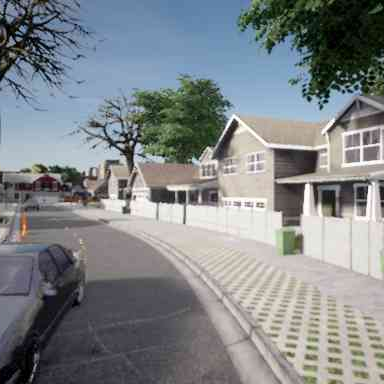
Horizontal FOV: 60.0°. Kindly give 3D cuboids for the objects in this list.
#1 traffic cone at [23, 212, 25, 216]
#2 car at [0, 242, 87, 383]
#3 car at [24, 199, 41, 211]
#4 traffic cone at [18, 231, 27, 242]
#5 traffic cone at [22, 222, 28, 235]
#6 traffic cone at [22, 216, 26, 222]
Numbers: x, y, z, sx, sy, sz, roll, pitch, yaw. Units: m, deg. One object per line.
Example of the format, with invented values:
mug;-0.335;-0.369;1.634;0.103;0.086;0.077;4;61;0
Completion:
traffic cone;-13.662;2.110;27.028;0.340;0.580;0.340;0;0;-27
car;-2.949;1.578;5.292;2.033;1.411;5.357;0;0;-8
car;-21.777;1.761;45.342;1.837;1.490;4.892;0;0;-27
traffic cone;-7.142;2.035;13.804;0.340;0.580;0.340;0;0;-21
traffic cone;-9.114;2.059;18.123;0.340;0.580;0.340;0;0;-27
traffic cone;-11.388;2.085;22.576;0.340;0.580;0.340;0;0;-27
